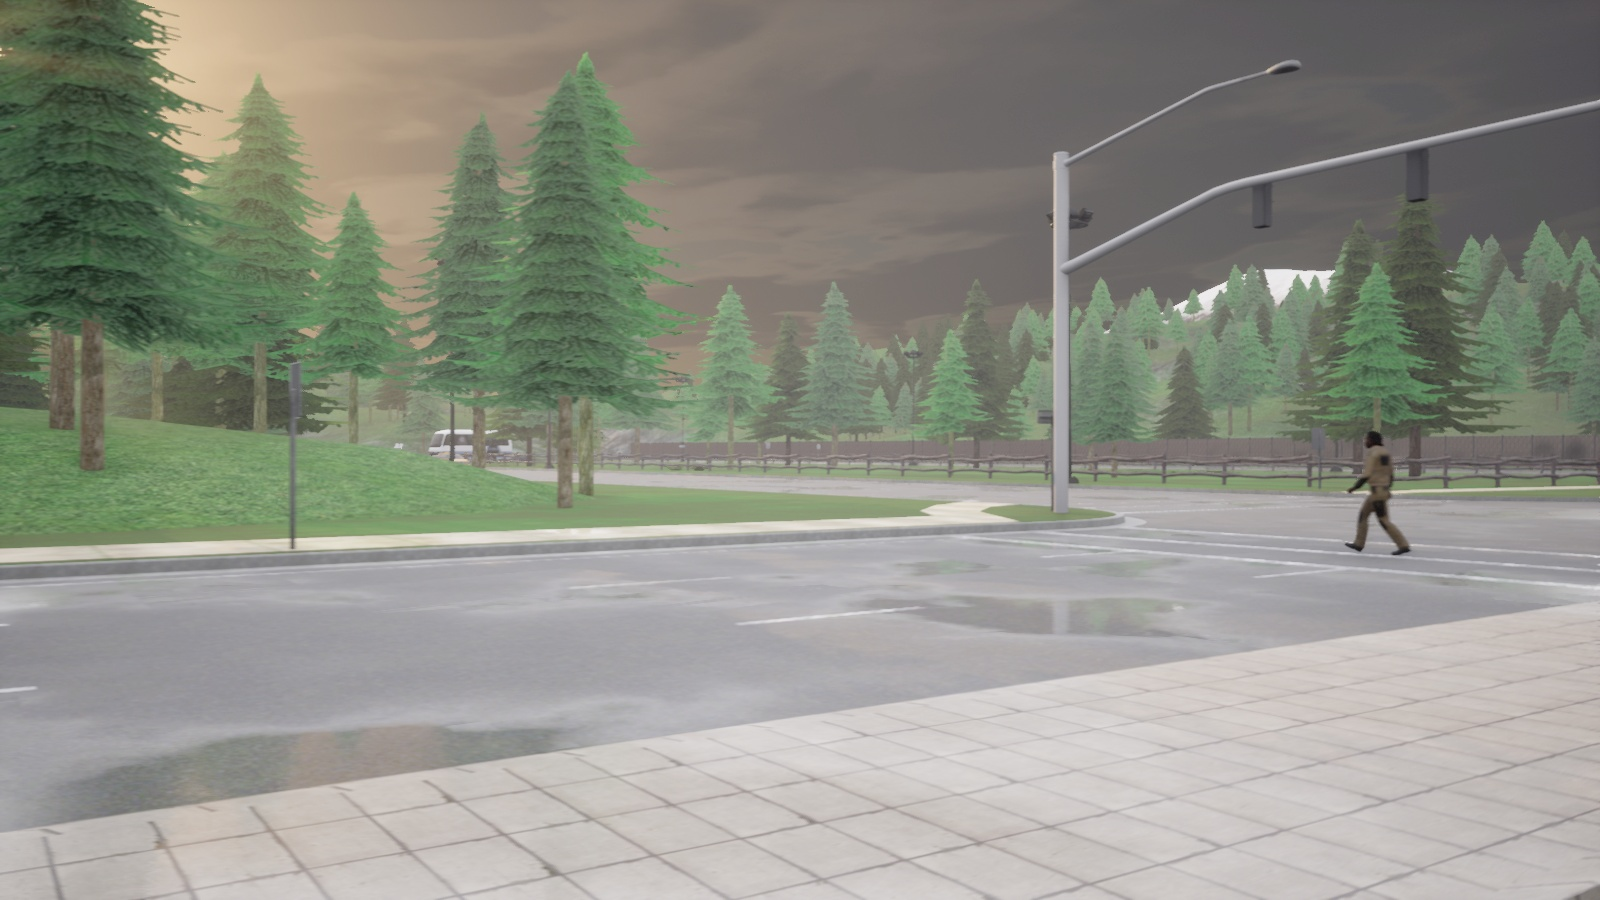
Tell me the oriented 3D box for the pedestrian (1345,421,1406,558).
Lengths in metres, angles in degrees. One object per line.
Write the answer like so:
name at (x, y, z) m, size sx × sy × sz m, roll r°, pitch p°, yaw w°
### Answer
pedestrian at (8.300, 0.556, 18.113) m, size 0.396 × 1.930 × 0.692 m, roll 0°, pitch 0°, yaw -44°
